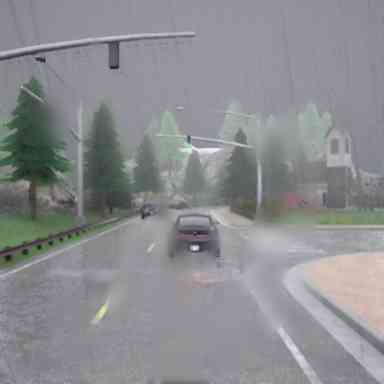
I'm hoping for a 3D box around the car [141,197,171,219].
[{"bbox_3d":[-3.600,1.526,32.648,2.150,2.045,5.566,0,0,0],"label":"car"}]

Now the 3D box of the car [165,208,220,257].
[{"bbox_3d":[0.096,1.629,13.588,1.837,1.490,4.892,0,0,0],"label":"car"}]

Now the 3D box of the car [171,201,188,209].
[{"bbox_3d":[-2.166,2.033,51.236,2.033,1.411,5.357,0,-1,20],"label":"car"}]
